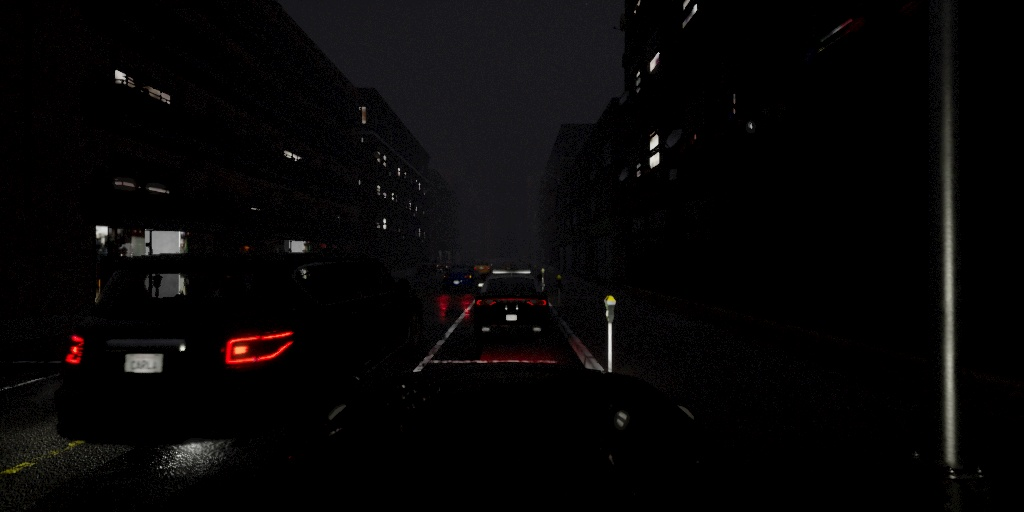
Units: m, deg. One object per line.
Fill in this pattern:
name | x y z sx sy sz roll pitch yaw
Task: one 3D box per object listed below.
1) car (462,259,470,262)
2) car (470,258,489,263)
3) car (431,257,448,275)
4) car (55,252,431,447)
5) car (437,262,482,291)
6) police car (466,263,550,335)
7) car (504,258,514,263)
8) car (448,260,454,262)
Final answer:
car | -6.146 1.188 50.464 2.128 1.511 4.902 0 0 0
car | -3.145 1.205 39.293 1.801 1.575 5.366 0 0 0
car | -8.837 1.064 39.007 2.192 1.841 5.009 0 0 0
car | -3.044 0.973 5.645 2.150 2.045 5.566 0 0 0
car | -3.061 1.276 22.034 1.812 1.442 4.674 0 0 0
police car | -0.011 1.175 10.609 1.930 1.638 5.238 0 0 0
car | -0.456 1.275 39.173 1.751 1.417 4.829 0 0 0
car | -8.837 1.188 44.643 1.967 1.591 4.097 0 0 0
